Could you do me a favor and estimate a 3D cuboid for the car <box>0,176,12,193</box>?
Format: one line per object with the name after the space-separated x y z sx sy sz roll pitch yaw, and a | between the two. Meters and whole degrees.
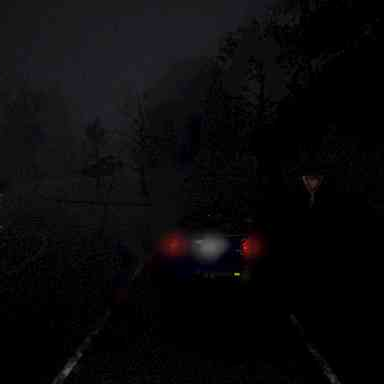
-18.847 -0.733 32.200 1.837 1.490 4.892 -3 6 -16 | car

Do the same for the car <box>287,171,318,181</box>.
16.325 -2.453 49.449 1.882 1.535 5.008 -2 6 -29 | car

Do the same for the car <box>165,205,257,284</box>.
0.624 1.138 9.331 2.097 1.767 4.553 0 3 6 | car
